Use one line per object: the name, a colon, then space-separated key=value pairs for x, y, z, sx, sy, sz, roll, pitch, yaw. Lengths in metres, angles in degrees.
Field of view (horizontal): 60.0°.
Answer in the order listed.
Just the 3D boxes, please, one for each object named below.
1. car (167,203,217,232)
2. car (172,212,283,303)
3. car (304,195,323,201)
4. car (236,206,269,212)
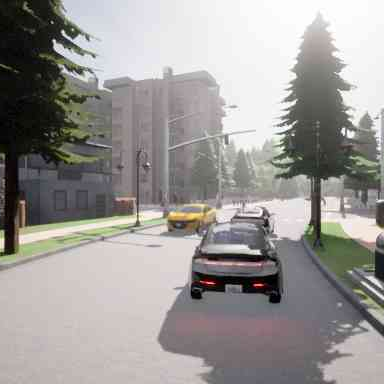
car: x=0.116 y=1.477 z=19.934 sx=1.882 sy=1.535 sz=5.008 roll=0 pitch=0 yaw=19
car: x=1.104 y=1.492 z=8.277 sx=2.128 sy=1.511 sz=4.902 roll=0 pitch=0 yaw=9
car: x=29.977 y=1.510 z=82.276 sx=5.008 sy=1.535 sz=1.882 roll=0 pitch=0 yaw=-22
car: x=3.230 y=1.492 z=17.384 sx=2.128 sy=1.511 sz=4.902 roll=0 pitch=0 yaw=18
